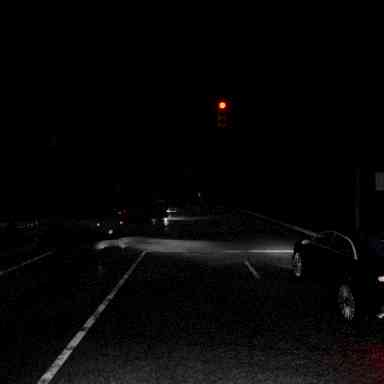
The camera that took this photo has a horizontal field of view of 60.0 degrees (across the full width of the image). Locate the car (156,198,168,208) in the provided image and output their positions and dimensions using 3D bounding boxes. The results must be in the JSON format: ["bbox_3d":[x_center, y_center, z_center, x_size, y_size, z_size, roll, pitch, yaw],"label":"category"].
[{"bbox_3d":[-4.864,1.740,53.062,1.812,1.442,4.674,0,-1,-6],"label":"car"}]

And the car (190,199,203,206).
[{"bbox_3d":[0.745,2.031,64.546,1.895,1.301,4.718,0,-1,-10],"label":"car"}]

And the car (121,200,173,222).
[{"bbox_3d":[-3.996,1.563,26.600,4.181,1.385,1.994,0,0,-40],"label":"car"}]

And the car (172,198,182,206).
[{"bbox_3d":[-3.270,1.967,66.580,1.882,1.535,5.008,0,-1,-12],"label":"car"}]

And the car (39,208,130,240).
[{"bbox_3d":[-5.694,1.605,17.097,4.718,1.301,1.895,0,0,34],"label":"car"}]

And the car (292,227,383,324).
[{"bbox_3d":[3.583,1.492,7.098,2.128,1.511,4.902,0,0,1],"label":"car"}]

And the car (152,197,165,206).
[{"bbox_3d":[-6.453,1.800,64.018,2.097,1.767,4.553,0,-1,-10],"label":"car"}]

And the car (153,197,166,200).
[{"bbox_3d":[-4.071,1.596,42.803,1.812,1.442,4.674,0,-1,-3],"label":"car"}]
